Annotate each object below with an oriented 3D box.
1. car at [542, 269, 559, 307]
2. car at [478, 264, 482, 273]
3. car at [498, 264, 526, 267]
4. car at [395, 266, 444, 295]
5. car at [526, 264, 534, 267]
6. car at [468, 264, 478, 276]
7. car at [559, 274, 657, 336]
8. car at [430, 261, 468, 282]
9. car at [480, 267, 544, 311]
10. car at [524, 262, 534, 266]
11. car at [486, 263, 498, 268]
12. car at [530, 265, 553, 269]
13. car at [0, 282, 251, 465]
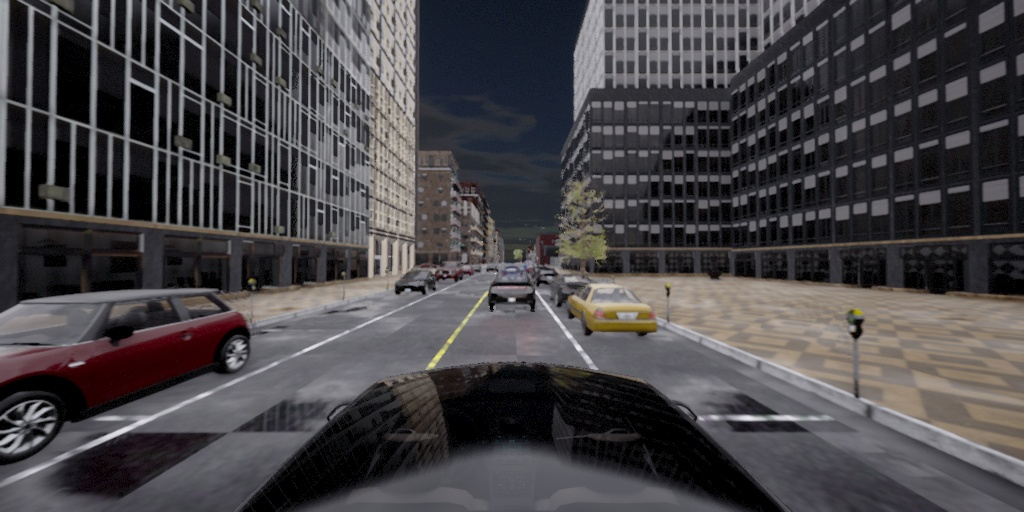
[{"bbox_3d":[2.647,1.454,16.109,2.007,1.370,4.403,0,0,0],"label":"car"},{"bbox_3d":[-5.737,1.916,55.948,1.948,1.339,4.313,0,0,0],"label":"car"},{"bbox_3d":[0.003,1.589,30.743,1.812,1.442,4.674,0,0,1],"label":"car"},{"bbox_3d":[-5.707,1.530,21.817,1.948,1.339,4.313,0,0,0],"label":"car"},{"bbox_3d":[2.631,1.656,33.175,1.948,1.339,4.313,0,0,0],"label":"car"},{"bbox_3d":[-5.727,1.764,44.572,1.888,1.381,4.507,0,0,0],"label":"car"},{"bbox_3d":[2.656,1.368,10.590,1.751,1.417,4.829,0,0,0],"label":"car"},{"bbox_3d":[-5.717,1.405,33.194,2.192,1.841,5.009,0,0,0],"label":"car"},{"bbox_3d":[0.011,1.388,15.353,2.128,1.511,4.902,0,0,0],"label":"car"},{"bbox_3d":[2.616,1.866,50.241,1.802,1.307,4.207,0,0,0],"label":"car"},{"bbox_3d":[-3.124,1.873,57.534,1.837,1.490,4.892,0,-1,0],"label":"car"},{"bbox_3d":[2.635,1.593,27.486,1.948,1.339,4.313,0,0,0],"label":"car"},{"bbox_3d":[-5.692,1.222,4.751,1.967,1.591,4.097,0,0,0],"label":"car"}]
